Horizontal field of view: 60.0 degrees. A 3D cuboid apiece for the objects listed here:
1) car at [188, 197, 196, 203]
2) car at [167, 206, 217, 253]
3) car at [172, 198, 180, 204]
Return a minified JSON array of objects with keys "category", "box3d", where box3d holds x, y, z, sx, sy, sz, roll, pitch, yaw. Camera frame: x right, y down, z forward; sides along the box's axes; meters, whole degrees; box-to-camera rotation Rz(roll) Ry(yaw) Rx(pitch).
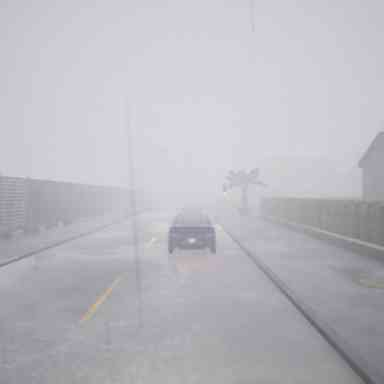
[{"category":"car","box3d":[-0.002,2.336,86.995,1.994,1.385,4.181,0,-1,0]},{"category":"car","box3d":[0.006,1.611,14.485,1.882,1.535,5.008,0,0,0]},{"category":"car","box3d":[-4.002,2.333,85.378,1.994,1.385,4.181,0,-1,0]}]
